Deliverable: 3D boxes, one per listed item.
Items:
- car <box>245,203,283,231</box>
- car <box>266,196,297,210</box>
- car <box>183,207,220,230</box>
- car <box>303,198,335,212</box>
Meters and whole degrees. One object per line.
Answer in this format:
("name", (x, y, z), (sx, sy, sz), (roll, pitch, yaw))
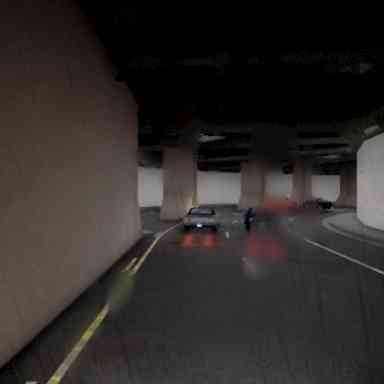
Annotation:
("car", (4.238, 1.570, 20.575), (1.895, 1.301, 4.718), (0, 0, 9))
("car", (10.531, 1.293, 39.149), (2.097, 1.767, 4.553), (0, 0, 44))
("car", (0.723, 1.569, 20.662), (1.895, 1.301, 4.718), (0, 0, 8))
("car", (14.584, 1.434, 38.177), (4.902, 1.511, 2.128), (0, 0, -41))
